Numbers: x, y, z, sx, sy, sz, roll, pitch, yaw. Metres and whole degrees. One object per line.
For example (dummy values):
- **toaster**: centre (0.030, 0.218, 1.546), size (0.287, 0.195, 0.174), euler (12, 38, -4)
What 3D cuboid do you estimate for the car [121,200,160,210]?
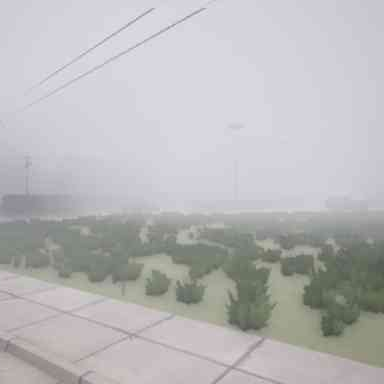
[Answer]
- **car**: centre (-6.403, 1.820, 41.529), size (4.892, 1.490, 1.837), euler (-1, -2, -25)

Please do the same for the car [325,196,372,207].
- **car**: centre (18.144, 1.395, 39.150), size (4.605, 1.855, 1.932), euler (-1, 0, 35)

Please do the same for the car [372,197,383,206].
- **car**: centre (30.875, 1.611, 57.678), size (3.905, 1.438, 1.784), euler (-1, 0, 35)

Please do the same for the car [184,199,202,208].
- **car**: centre (0.632, 1.817, 53.291), size (2.128, 1.511, 4.902), euler (-1, 0, 35)
